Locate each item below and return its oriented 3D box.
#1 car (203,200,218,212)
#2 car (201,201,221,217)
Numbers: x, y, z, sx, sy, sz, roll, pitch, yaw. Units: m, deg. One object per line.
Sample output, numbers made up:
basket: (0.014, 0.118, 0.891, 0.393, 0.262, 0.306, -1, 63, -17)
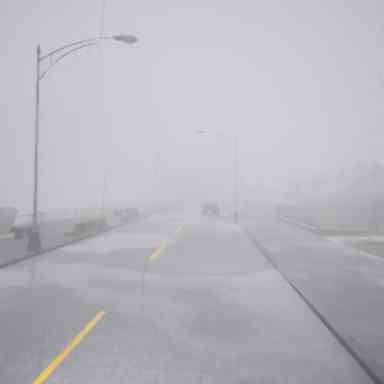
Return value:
car: (2.619, 1.906, 46.490, 2.033, 1.411, 5.357, 1, 0, 4)
car: (1.995, 1.777, 35.117, 1.837, 1.490, 4.892, 1, 0, 4)
